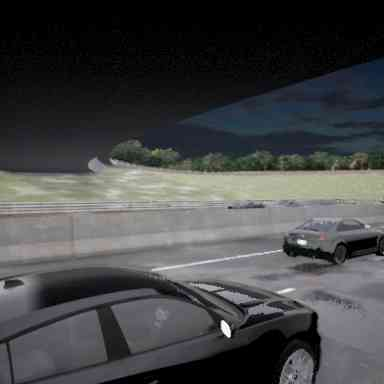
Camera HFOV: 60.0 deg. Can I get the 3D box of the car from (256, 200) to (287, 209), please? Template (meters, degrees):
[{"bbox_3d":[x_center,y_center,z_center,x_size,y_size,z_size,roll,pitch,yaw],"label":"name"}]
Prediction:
[{"bbox_3d":[8.894,1.531,31.824,4.902,1.511,2.128,0,0,-35],"label":"car"}]

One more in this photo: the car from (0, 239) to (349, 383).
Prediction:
[{"bbox_3d":[-0.780,1.476,3.190,5.008,1.535,1.882,0,0,-35],"label":"car"}]

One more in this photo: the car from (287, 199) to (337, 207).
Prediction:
[{"bbox_3d":[10.835,1.390,28.910,4.553,1.767,2.097,0,0,-35],"label":"car"}]

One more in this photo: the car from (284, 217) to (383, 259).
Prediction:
[{"bbox_3d":[5.116,1.563,11.694,4.181,1.385,1.994,0,0,-36],"label":"car"}]

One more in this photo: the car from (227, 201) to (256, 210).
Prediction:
[{"bbox_3d":[5.884,1.636,33.979,4.718,1.301,1.895,0,0,-35],"label":"car"}]
